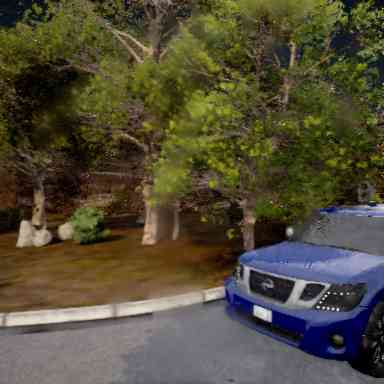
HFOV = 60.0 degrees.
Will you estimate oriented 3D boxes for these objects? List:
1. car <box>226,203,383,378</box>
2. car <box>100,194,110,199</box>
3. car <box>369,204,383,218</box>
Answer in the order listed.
[{"bbox_3d":[3.175,1.248,5.930,5.566,2.045,2.150,1,0,-35],"label":"car"},{"bbox_3d":[-12.297,1.332,44.822,2.435,2.045,5.566,0,0,-36],"label":"car"},{"bbox_3d":[19.512,1.849,31.699,1.994,1.385,4.181,1,-1,-32],"label":"car"}]
